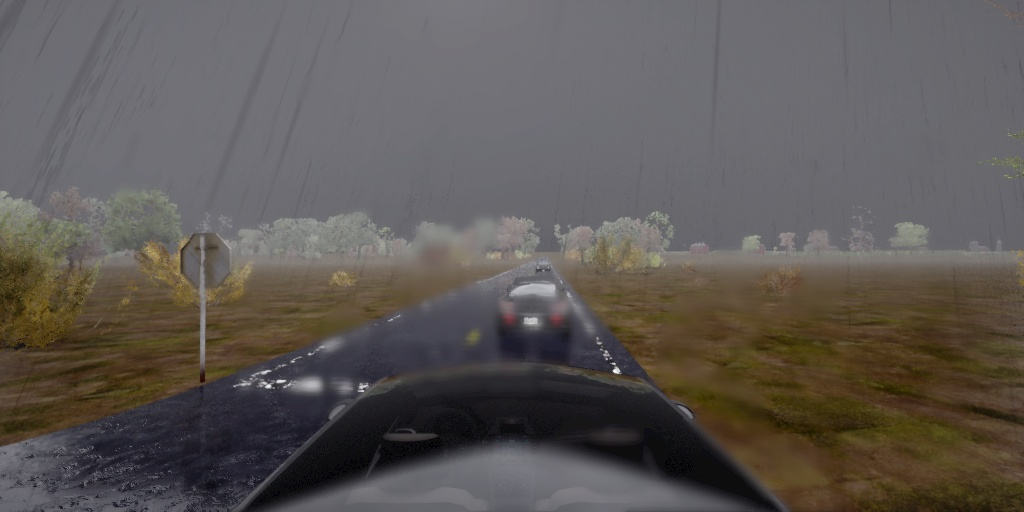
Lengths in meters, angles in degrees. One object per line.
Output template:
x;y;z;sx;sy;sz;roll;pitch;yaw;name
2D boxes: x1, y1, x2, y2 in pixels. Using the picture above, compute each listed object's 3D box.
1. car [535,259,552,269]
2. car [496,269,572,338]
3.758;1.348;42.429;1.895;1.301;4.718;0;0;6;car
0.673;1.276;10.142;1.812;1.442;4.674;0;0;5;car
